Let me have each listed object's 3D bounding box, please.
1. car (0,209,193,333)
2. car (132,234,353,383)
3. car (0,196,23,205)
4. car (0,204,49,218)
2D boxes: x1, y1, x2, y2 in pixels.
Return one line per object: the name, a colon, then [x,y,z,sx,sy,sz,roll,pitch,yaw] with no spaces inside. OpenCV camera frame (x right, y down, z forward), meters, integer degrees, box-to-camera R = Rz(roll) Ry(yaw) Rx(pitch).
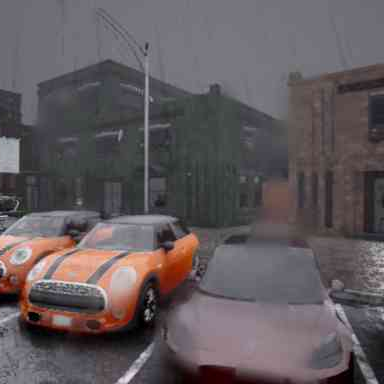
car: [-1.294,1.329,7.060,2.185,1.767,4.553,1,0,16]
car: [1.126,1.502,5.254,2.163,1.488,4.792,1,0,16]
car: [-8.614,1.152,12.254,2.435,2.045,5.566,1,-1,15]
car: [-3.734,1.311,8.808,2.185,1.767,4.553,1,0,16]
